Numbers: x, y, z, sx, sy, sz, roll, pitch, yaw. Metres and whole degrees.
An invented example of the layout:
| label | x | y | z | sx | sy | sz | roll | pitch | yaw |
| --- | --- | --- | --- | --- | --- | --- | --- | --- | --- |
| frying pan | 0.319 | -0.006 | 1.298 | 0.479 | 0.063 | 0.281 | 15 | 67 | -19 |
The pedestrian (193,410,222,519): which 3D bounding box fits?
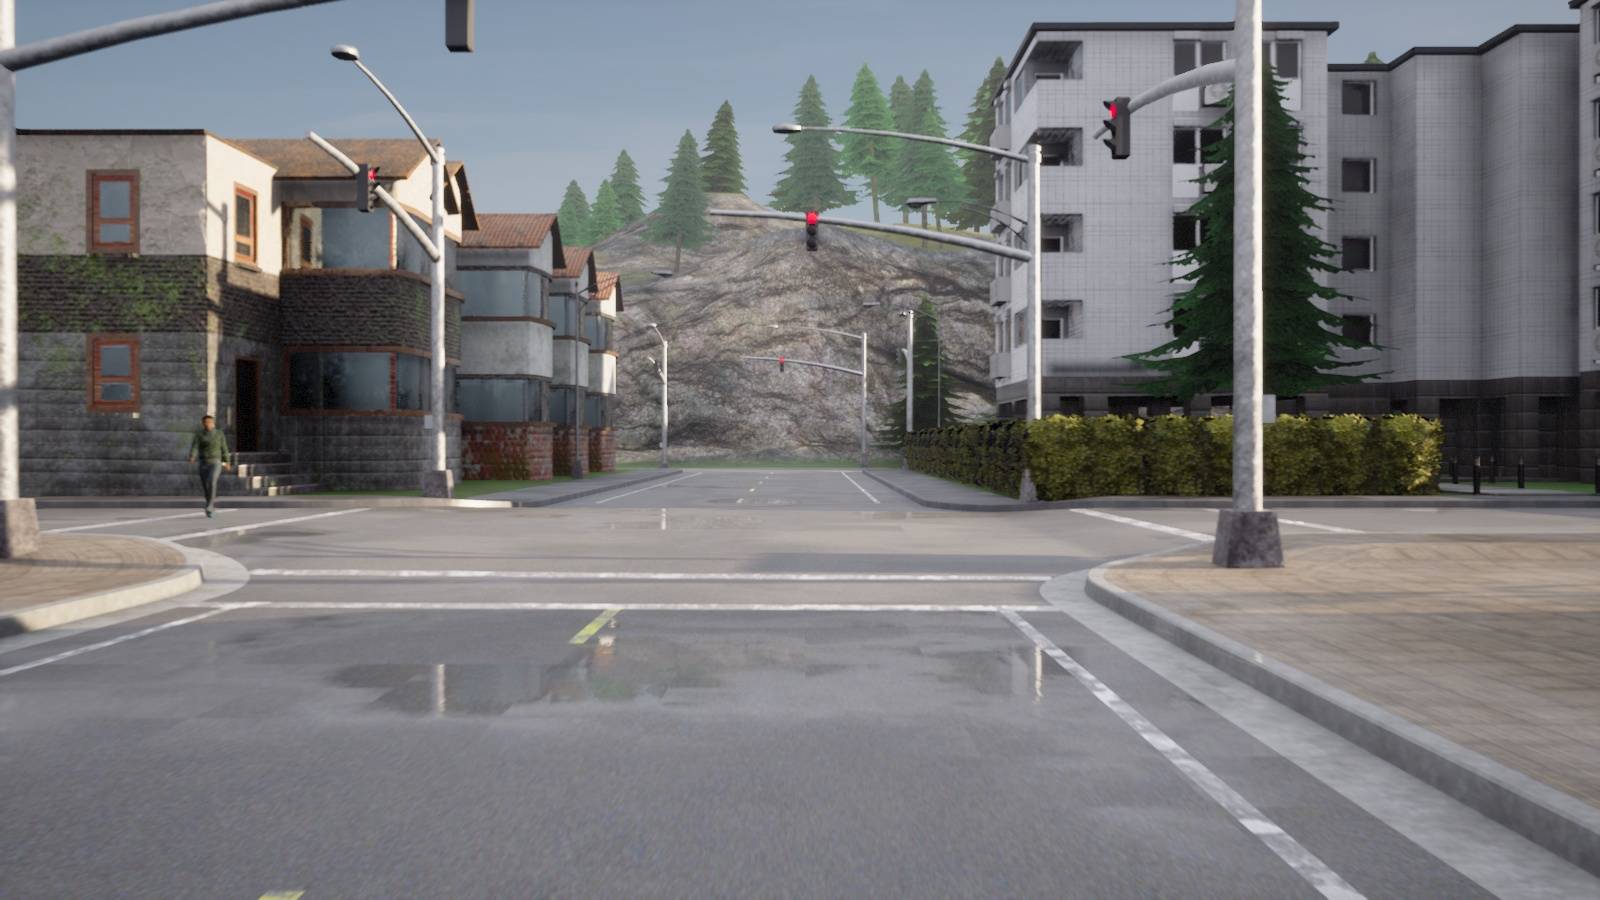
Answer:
| label | x | y | z | sx | sy | sz | roll | pitch | yaw |
| --- | --- | --- | --- | --- | --- | --- | --- | --- | --- |
| pedestrian | -10.173 | 0.238 | 21.561 | 0.353 | 1.847 | 0.614 | 0 | 0 | -16 |
